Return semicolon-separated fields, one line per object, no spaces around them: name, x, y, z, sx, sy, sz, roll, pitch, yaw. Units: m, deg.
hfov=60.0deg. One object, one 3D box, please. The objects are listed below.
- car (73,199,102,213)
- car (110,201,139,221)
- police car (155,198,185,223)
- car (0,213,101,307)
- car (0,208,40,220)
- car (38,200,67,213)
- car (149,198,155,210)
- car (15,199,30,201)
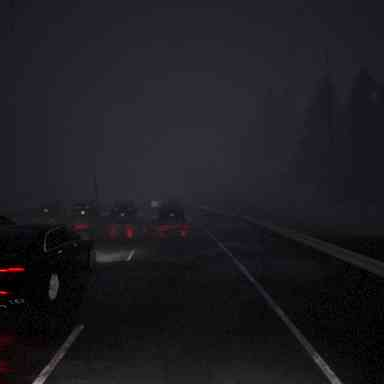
car;-9.327;1.439;29.764;1.837;1.490;4.892;0;0;-8
car;-5.321;1.430;26.358;2.128;1.511;4.902;0;0;-8
police car;-1.675;1.362;25.476;1.930;1.638;5.238;0;0;-7
car;-3.682;1.488;7.894;1.837;1.490;4.892;0;0;-2
car;-7.409;1.503;11.905;1.812;1.442;4.674;0;0;-4
car;-13.122;1.460;31.318;1.812;1.442;4.674;0;0;-9
car;-4.396;1.425;41.869;1.812;1.442;4.674;0;0;-11
car;-32.231;1.098;63.564;2.150;2.045;5.566;0;0;-18
